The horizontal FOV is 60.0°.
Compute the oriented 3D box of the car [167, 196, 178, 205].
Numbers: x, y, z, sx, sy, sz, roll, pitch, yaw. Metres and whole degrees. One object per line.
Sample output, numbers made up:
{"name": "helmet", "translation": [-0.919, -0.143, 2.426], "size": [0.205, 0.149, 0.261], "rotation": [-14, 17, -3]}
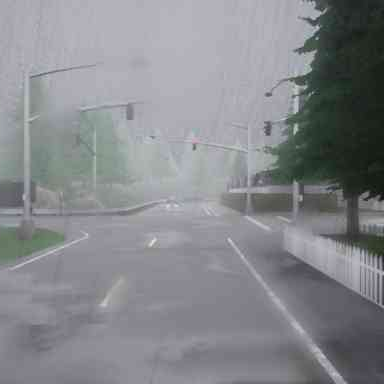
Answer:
{"name": "car", "translation": [-3.500, 1.459, 59.343], "size": [1.812, 1.442, 4.674], "rotation": [0, 0, 0]}

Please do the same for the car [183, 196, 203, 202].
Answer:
{"name": "car", "translation": [0.172, 1.534, 71.834], "size": [4.718, 1.301, 1.895], "rotation": [0, 0, -43]}
